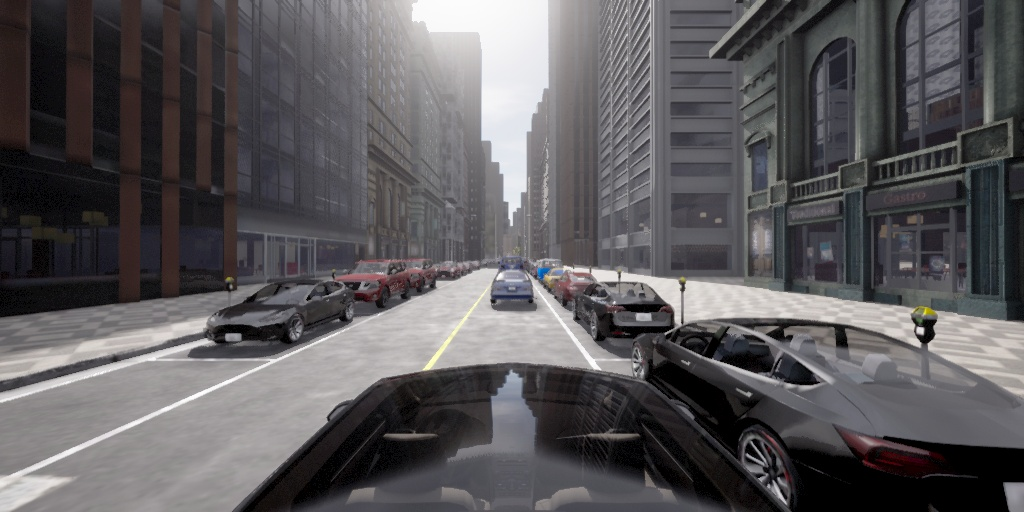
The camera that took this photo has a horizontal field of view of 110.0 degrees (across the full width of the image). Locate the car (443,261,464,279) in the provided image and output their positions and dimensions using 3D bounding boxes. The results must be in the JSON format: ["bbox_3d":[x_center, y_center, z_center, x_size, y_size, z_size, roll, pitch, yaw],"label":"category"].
[{"bbox_3d":[-5.762,1.200,32.140,1.967,1.591,4.097,0,0,0],"label":"car"}]

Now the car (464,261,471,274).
[{"bbox_3d":[-5.762,1.347,37.776,1.802,1.307,4.207,0,0,0],"label":"car"}]

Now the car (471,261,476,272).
[{"bbox_3d":[-5.762,1.353,43.413,1.802,1.307,4.207,0,0,0],"label":"car"}]

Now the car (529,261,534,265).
[{"bbox_3d":[2.763,1.342,32.145,1.802,1.307,4.207,0,0,0],"label":"car"}]

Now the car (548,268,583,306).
[{"bbox_3d":[2.763,1.332,15.235,1.802,1.307,4.207,0,0,0],"label":"car"}]

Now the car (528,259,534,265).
[{"bbox_3d":[2.763,1.316,37.782,2.007,1.370,4.403,0,0,0],"label":"car"}]

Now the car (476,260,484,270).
[{"bbox_3d":[-5.762,1.366,54.685,1.802,1.307,4.207,0,0,0],"label":"car"}]

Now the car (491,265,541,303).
[{"bbox_3d":[0.000,1.315,16.500,2.033,1.411,5.357,0,0,0],"label":"car"}]

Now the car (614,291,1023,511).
[{"bbox_3d":[2.763,1.314,3.963,1.948,1.339,4.313,0,0,0],"label":"car"}]

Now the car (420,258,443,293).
[{"bbox_3d":[-5.762,1.067,20.869,2.192,1.841,5.009,0,0,0],"label":"car"}]

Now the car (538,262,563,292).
[{"bbox_3d":[2.763,1.278,21.042,1.751,1.417,4.829,0,0,0],"label":"car"}]

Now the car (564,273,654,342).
[{"bbox_3d":[2.763,1.315,9.599,1.948,1.339,4.313,0,0,0],"label":"car"}]

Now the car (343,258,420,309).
[{"bbox_3d":[-5.762,1.065,15.233,2.192,1.841,5.009,0,0,0],"label":"car"}]

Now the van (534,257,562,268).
[{"bbox_3d":[2.763,1.097,26.508,1.690,1.789,3.998,0,0,0],"label":"van"}]

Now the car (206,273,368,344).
[{"bbox_3d":[-5.762,1.314,9.596,1.948,1.339,4.313,0,0,0],"label":"car"}]

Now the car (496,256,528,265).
[{"bbox_3d":[0.000,1.019,31.531,2.150,2.045,5.566,0,0,0],"label":"car"}]
